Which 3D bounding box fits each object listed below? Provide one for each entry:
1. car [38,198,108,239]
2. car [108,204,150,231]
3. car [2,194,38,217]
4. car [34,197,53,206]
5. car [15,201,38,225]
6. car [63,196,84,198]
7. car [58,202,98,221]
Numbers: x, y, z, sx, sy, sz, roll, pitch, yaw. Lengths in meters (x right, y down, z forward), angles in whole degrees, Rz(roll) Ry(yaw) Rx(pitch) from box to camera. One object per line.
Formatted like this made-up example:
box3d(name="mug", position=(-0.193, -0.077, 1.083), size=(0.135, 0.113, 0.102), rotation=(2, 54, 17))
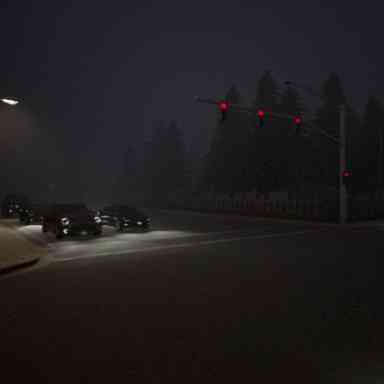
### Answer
box3d(name="car", position=(-6.450, 1.385, 17.705), size=(2.097, 1.767, 4.553), rotation=(0, 0, -36))
box3d(name="car", position=(-4.374, 1.521, 20.810), size=(1.837, 1.490, 4.892), rotation=(0, 0, -36))
box3d(name="car", position=(-16.863, 1.254, 32.145), size=(2.150, 2.045, 5.566), rotation=(0, 0, -36))
box3d(name="car", position=(-24.844, 1.601, 55.512), size=(1.895, 1.301, 4.718), rotation=(0, 0, -36))
box3d(name="car", position=(-11.504, 1.597, 24.716), size=(1.994, 1.385, 4.181), rotation=(0, 0, -36))
box3d(name="car", position=(-18.255, 1.335, 52.360), size=(2.097, 1.767, 4.553), rotation=(0, 0, -36))
box3d(name="car", position=(-9.789, 1.617, 28.321), size=(1.895, 1.301, 4.718), rotation=(0, 0, -36))
